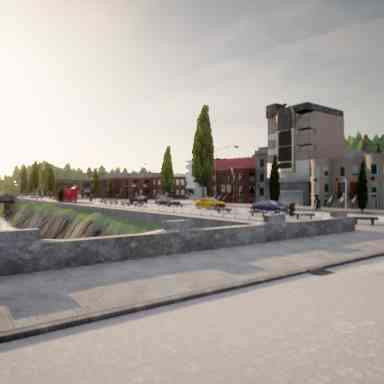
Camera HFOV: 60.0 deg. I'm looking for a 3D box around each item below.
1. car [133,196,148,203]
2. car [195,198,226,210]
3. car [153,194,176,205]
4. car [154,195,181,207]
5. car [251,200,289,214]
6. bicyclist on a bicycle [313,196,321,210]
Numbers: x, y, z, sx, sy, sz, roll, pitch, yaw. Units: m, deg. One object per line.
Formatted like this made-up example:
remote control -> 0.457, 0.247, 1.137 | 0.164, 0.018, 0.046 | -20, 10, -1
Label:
car -> -10.772, 1.522, 68.555 | 1.812, 1.442, 4.674 | 0, 0, -36
car -> 2.320, 1.474, 42.931 | 1.882, 1.535, 5.008 | 0, 0, -35
car -> -5.044, 1.348, 60.515 | 2.097, 1.767, 4.553 | 0, 0, -36
car -> -3.797, 1.544, 51.567 | 2.033, 1.411, 5.357 | 0, 0, -35
car -> 8.197, 1.523, 34.697 | 1.812, 1.442, 4.674 | 0, 0, -36
bicyclist on a bicycle -> 14.931, 1.345, 39.684 | 1.656, 1.620, 0.582 | 0, 0, -35
